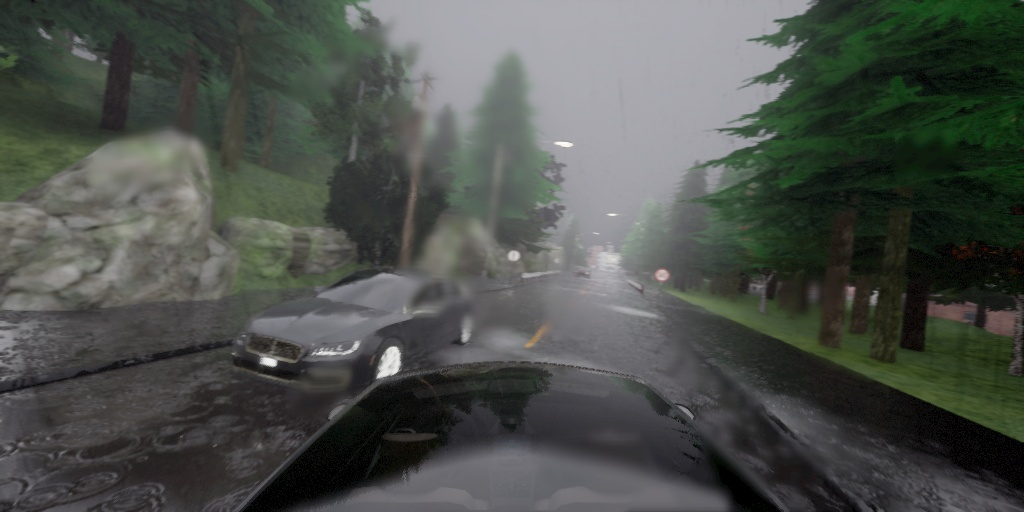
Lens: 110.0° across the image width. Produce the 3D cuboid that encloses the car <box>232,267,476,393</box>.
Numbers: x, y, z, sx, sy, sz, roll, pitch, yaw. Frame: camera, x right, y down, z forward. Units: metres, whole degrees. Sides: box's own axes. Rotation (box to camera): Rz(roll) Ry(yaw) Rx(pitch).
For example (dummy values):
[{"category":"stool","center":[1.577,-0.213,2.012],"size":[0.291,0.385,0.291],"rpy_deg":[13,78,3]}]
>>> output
[{"category":"car","center":[-2.077,0.987,6.300],"size":[1.837,1.490,4.892],"rpy_deg":[7,0,14]}]

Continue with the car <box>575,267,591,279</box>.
[{"category":"car","center":[10.970,2.486,55.230],"size":[2.097,1.767,4.553],"rpy_deg":[7,0,16]}]
